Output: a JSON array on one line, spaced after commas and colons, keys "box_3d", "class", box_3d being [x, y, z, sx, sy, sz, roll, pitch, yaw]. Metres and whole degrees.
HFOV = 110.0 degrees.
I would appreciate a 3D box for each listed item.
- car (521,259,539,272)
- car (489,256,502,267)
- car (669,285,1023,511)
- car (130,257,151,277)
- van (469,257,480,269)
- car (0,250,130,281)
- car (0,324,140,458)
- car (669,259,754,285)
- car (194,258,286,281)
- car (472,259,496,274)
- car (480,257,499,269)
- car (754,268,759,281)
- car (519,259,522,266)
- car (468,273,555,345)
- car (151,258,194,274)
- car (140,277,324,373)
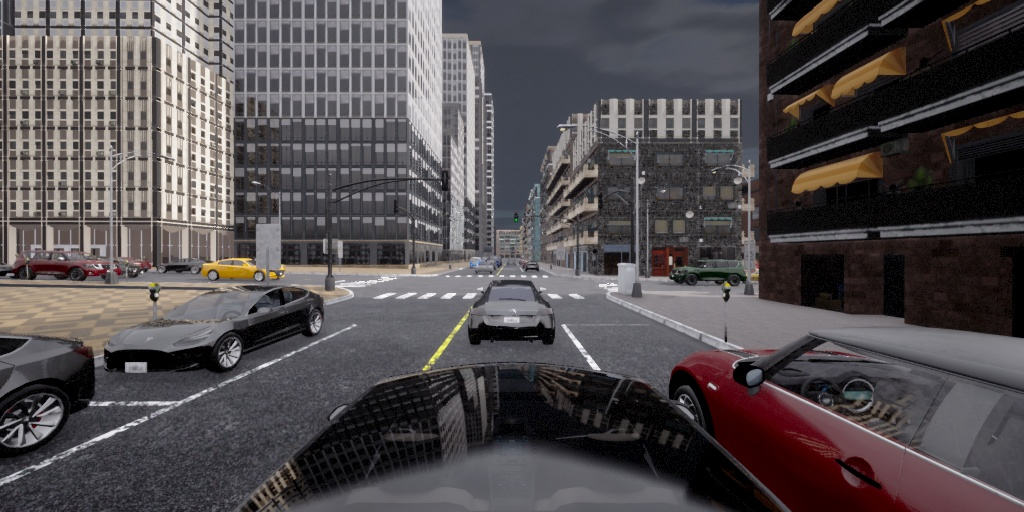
[{"box_3d": [2.592, 1.320, 47.274, 1.948, 1.339, 4.313, 0, 0, 0], "class": "car"}, {"box_3d": [-3.205, 0.980, 62.318, 2.150, 2.045, 5.566, 0, 0, 0], "class": "car"}, {"box_3d": [2.693, 1.190, 2.384, 1.967, 1.591, 4.097, 0, 0, 0], "class": "car"}, {"box_3d": [-28.441, 0.754, 24.705, 4.892, 1.490, 1.837, 1, 0, -1], "class": "car"}, {"box_3d": [-5.812, 1.097, 57.221, 1.690, 1.789, 3.998, 0, 0, 0], "class": "van"}, {"box_3d": [-27.428, 0.591, 22.129, 5.009, 1.841, 2.192, 0, 0, -1], "class": "car"}, {"box_3d": [-5.688, 1.316, 2.364, 1.948, 1.339, 4.313, 0, 0, 0], "class": "car"}, {"box_3d": [15.524, 1.290, 28.499, 5.566, 2.045, 2.150, 1, 0, -1], "class": "car"}, {"box_3d": [-18.515, 0.913, 24.840, 5.008, 1.535, 1.882, 1, 0, -1], "class": "car"}, {"box_3d": [-3.187, 1.354, 41.855, 1.895, 1.301, 4.718, 0, 0, 0], "class": "car"}, {"box_3d": [-3.205, 1.260, 51.845, 1.837, 1.490, 4.892, 0, 0, 0], "class": "car"}, {"box_3d": [21.302, 1.698, 31.172, 4.829, 1.417, 1.751, 0, 0, -1], "class": "car"}, {"box_3d": [2.568, 1.302, 57.241, 1.888, 1.381, 4.507, 0, 0, 0], "class": "car"}, {"box_3d": [-0.013, 1.314, 9.543, 1.994, 1.385, 4.181, 0, 0, 0], "class": "car"}, {"box_3d": [-27.550, 0.816, 30.510, 4.313, 1.339, 1.948, 0, 0, -1], "class": "car"}, {"box_3d": [-5.699, 1.315, 7.610, 1.948, 1.339, 4.313, 0, 0, 0], "class": "car"}]
